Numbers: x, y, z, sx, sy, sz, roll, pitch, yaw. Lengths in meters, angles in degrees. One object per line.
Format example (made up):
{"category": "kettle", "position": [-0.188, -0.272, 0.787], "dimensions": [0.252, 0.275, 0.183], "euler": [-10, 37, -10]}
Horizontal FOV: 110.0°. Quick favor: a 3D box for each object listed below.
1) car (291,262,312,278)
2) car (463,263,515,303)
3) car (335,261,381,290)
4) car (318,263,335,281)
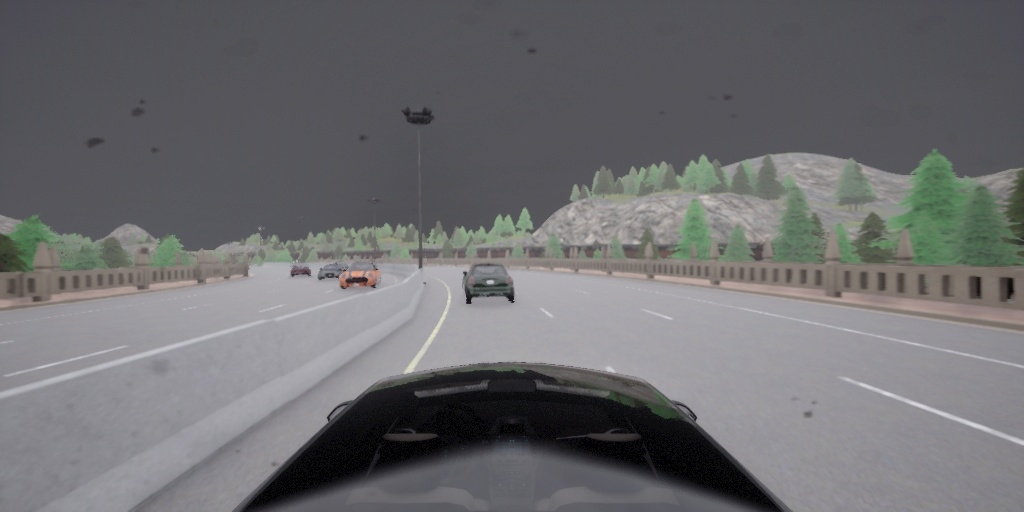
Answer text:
{"category": "car", "position": [-23.284, 1.657, 39.752], "dimensions": [1.895, 1.301, 4.718], "euler": [-1, 0, -27]}
{"category": "car", "position": [-1.217, 1.096, 16.902], "dimensions": [2.097, 1.767, 4.553], "euler": [-1, 0, -9]}
{"category": "car", "position": [-10.063, 1.210, 24.082], "dimensions": [2.097, 1.767, 4.553], "euler": [-1, 0, -15]}
{"category": "car", "position": [-16.504, 1.513, 32.936], "dimensions": [1.994, 1.385, 4.181], "euler": [-1, 0, -21]}
